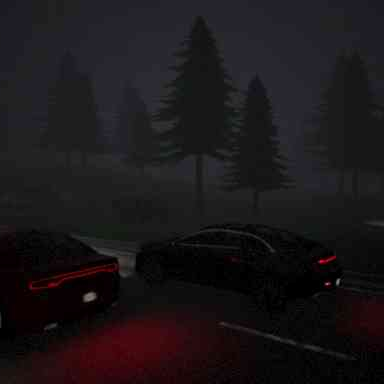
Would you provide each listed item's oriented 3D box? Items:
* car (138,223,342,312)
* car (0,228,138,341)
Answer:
[{"bbox_3d":[0.804,1.475,7.718,4.902,1.511,2.128,0,0,35],"label":"car"},{"bbox_3d":[-3.582,1.448,6.549,5.008,1.535,1.882,0,0,36],"label":"car"}]
